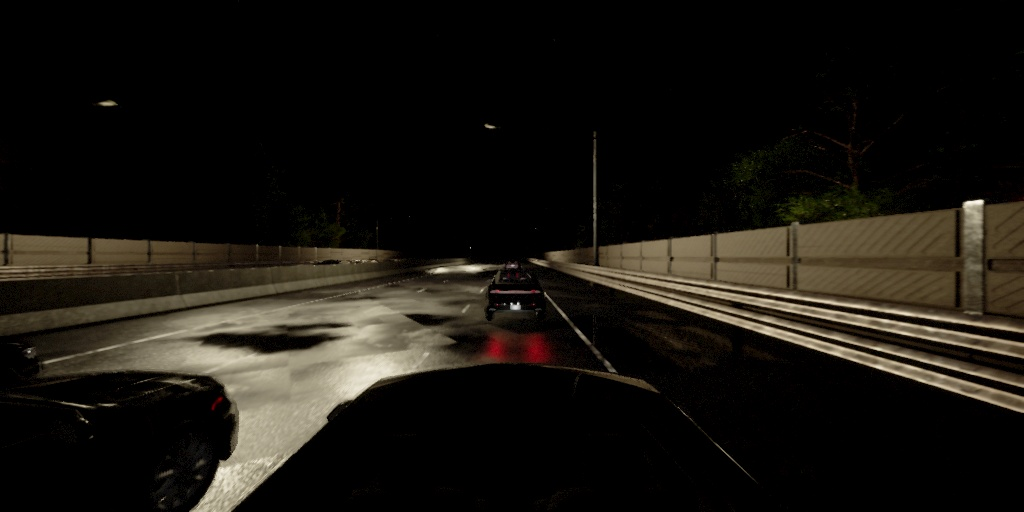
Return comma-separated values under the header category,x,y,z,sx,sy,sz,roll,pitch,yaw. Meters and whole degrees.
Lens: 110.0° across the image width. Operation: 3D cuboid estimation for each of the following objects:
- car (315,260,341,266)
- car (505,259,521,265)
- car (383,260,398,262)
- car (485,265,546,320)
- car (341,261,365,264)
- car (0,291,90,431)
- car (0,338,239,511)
category,x,y,z,sx,sy,sz,roll,pitch,yaw
car,-24.561,1.276,48.257,1.837,1.490,4.892,0,0,0
car,0.104,1.197,44.450,2.033,1.649,4.856,0,0,0
car,-17.557,1.263,51.499,2.128,1.511,4.902,0,0,0
car,0.103,1.246,12.617,2.128,1.511,4.902,0,0,0
car,-21.064,1.335,48.994,1.994,1.385,4.181,0,0,0
car,-6.900,1.242,2.512,2.128,1.511,4.902,0,0,0
car,-3.401,1.255,1.264,1.837,1.490,4.892,0,0,0
